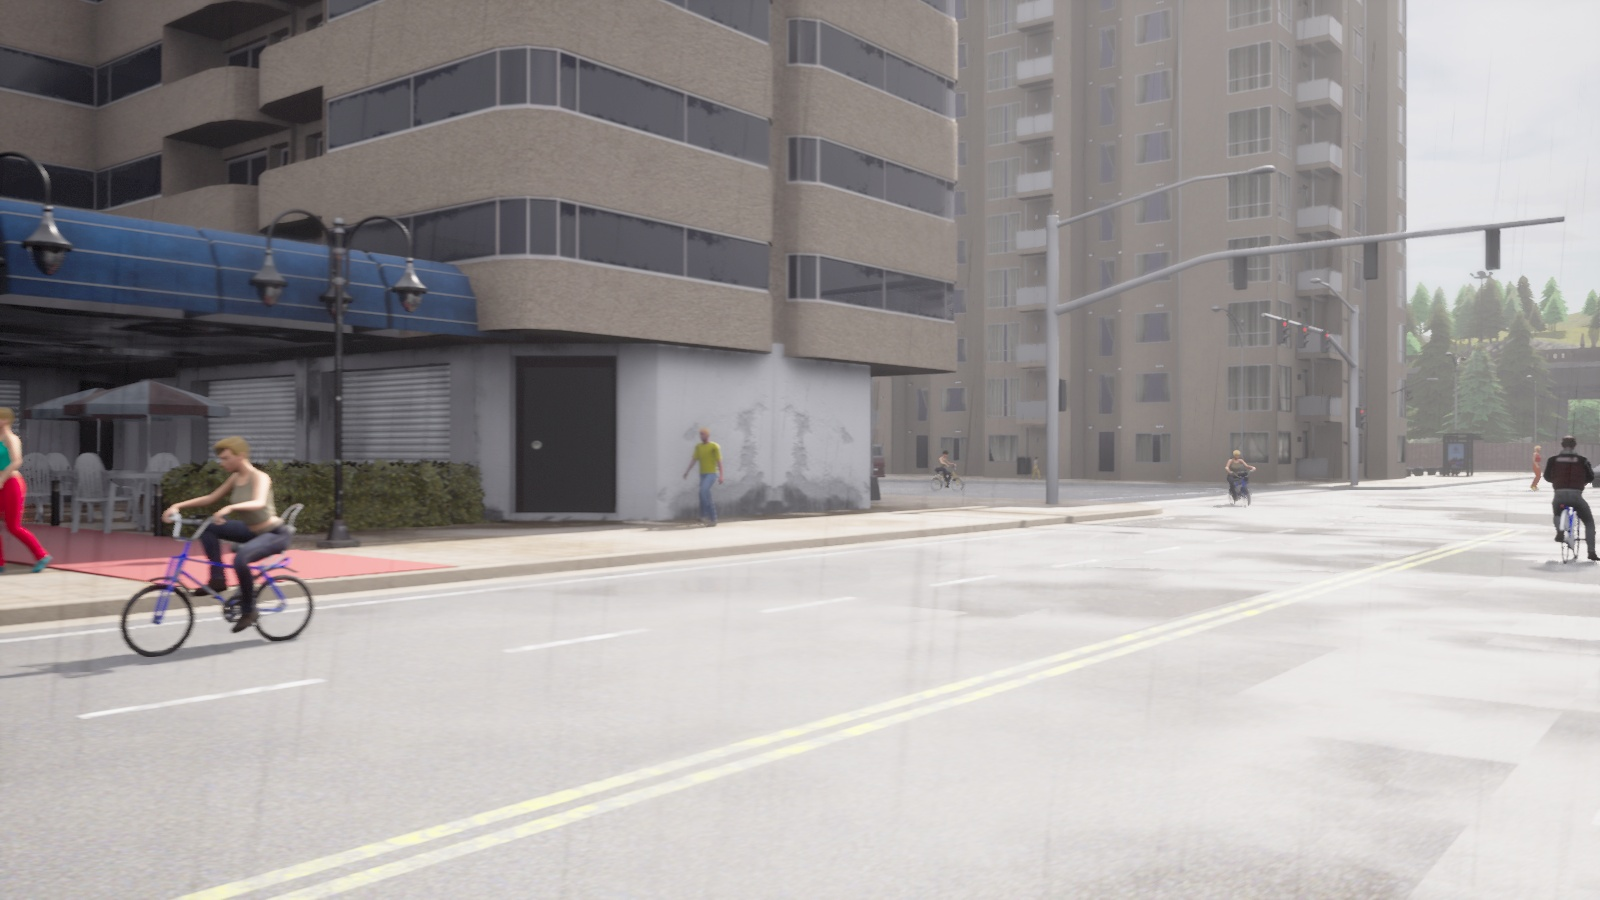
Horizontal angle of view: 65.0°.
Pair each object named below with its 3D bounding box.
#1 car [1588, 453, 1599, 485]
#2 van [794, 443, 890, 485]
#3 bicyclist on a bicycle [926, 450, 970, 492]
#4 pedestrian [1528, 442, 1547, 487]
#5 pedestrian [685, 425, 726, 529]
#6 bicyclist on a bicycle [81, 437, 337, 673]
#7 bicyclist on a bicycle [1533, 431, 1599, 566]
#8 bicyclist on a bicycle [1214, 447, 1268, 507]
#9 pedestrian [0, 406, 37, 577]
[{"bbox_3d":[37.893,0.861,57.981,2.033,1.411,5.357,0,0,38],"label":"car"},{"bbox_3d":[1.994,0.662,60.786,4.442,1.987,1.775,0,0,37],"label":"van"},{"bbox_3d":[5.785,0.804,49.085,1.509,1.612,0.866,0,0,38],"label":"bicyclist on a bicycle"},{"bbox_3d":[30.250,0.583,51.531,0.345,1.836,0.594,0,0,-39],"label":"pedestrian"},{"bbox_3d":[-1.698,0.471,22.584,0.354,1.836,0.706,0,0,35],"label":"pedestrian"},{"bbox_3d":[-4.413,0.719,9.445,0.866,1.612,1.509,0,0,38],"label":"bicyclist on a bicycle"},{"bbox_3d":[10.710,0.638,17.456,0.659,1.776,1.843,0,0,38],"label":"bicyclist on a bicycle"},{"bbox_3d":[12.521,0.750,35.699,0.866,1.612,1.509,-2,0,-2],"label":"bicyclist on a bicycle"},{"bbox_3d":[-8.680,0.447,13.635,0.345,1.836,0.594,0,0,36],"label":"pedestrian"}]
